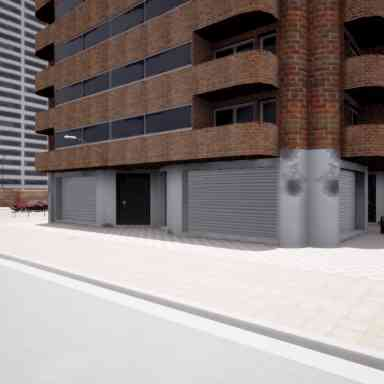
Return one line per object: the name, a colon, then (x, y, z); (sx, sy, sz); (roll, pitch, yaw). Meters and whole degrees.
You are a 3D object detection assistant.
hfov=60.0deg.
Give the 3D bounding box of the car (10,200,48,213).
car: (-17.894, 1.601, 37.672); (1.895, 1.301, 4.718); (0, 0, 39)
